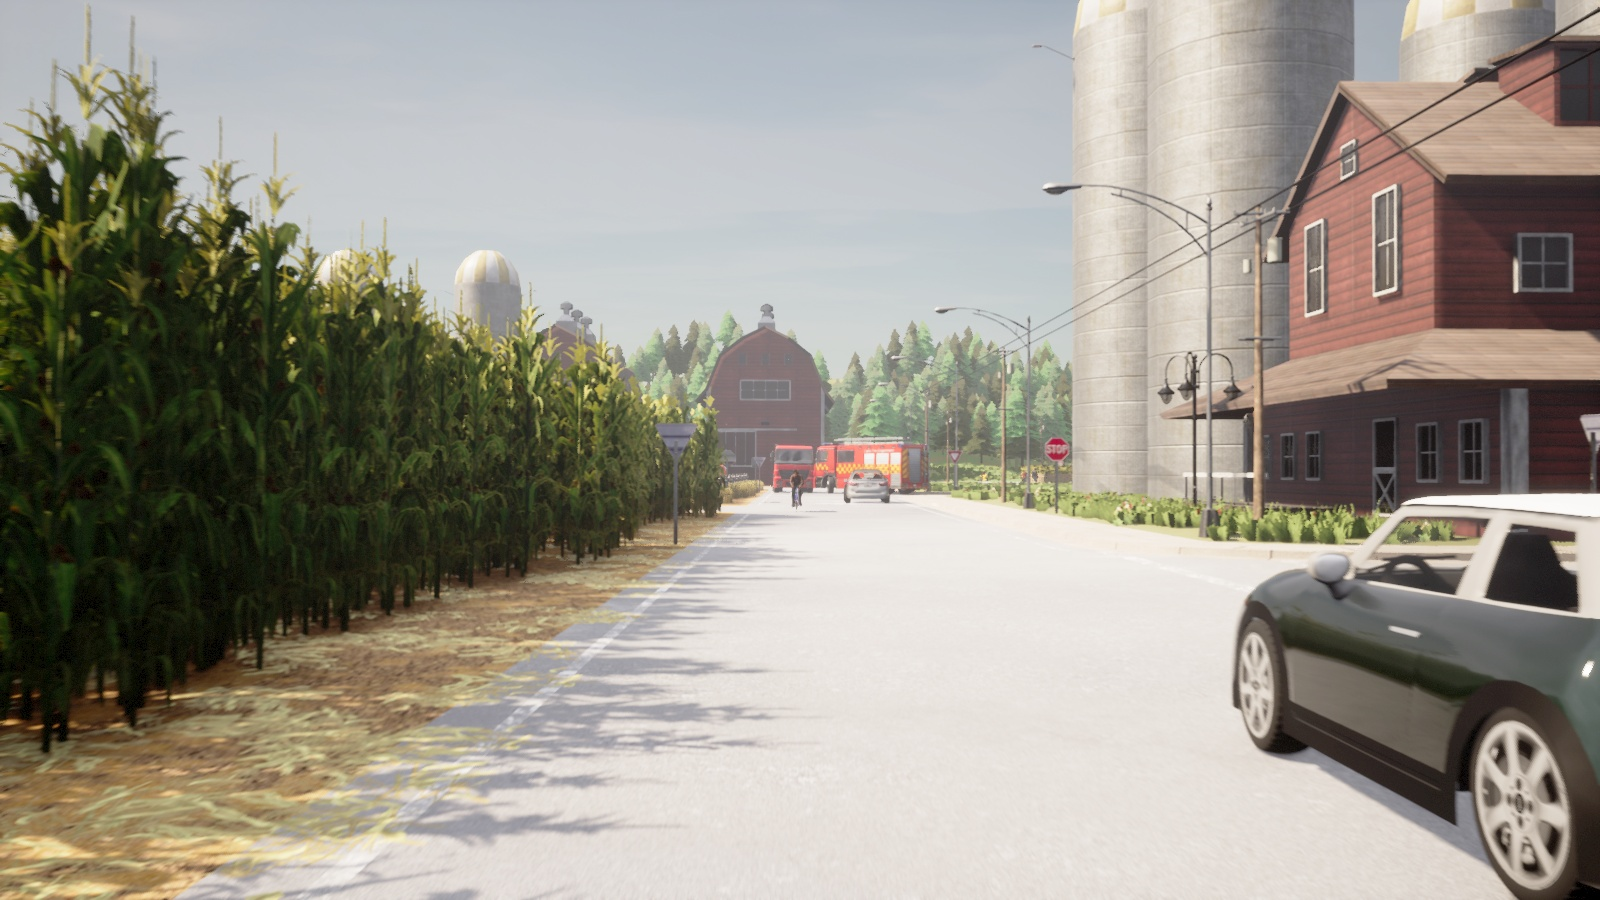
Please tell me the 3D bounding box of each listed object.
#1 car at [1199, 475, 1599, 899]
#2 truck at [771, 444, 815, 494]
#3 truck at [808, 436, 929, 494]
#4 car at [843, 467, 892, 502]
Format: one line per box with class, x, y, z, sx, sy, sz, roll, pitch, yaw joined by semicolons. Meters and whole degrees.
car;3.490;0.866;5.965;1.970;1.475;3.806;0;-1;0
truck;-0.561;1.370;92.123;2.891;3.462;7.936;1;-1;-2
truck;4.623;1.076;86.407;2.891;3.827;8.468;0;-2;-45
car;3.322;1.698;62.890;2.242;1.667;4.611;0;-1;1
